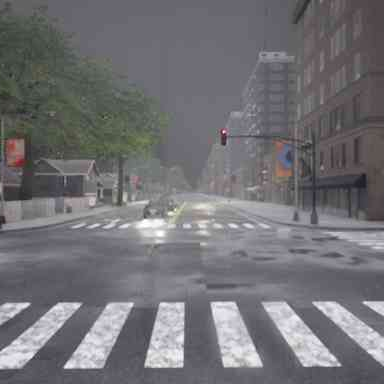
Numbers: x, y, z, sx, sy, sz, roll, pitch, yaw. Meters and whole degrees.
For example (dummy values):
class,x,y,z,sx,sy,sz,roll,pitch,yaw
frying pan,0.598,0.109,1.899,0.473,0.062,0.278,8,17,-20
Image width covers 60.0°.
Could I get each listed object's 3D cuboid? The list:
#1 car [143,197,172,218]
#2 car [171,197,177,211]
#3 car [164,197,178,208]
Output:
class,x,y,z,sx,sy,sz,roll,pitch,yaw
car,-3.244,1.504,30.239,2.128,1.511,4.902,0,0,0
car,-3.208,1.372,39.974,2.097,1.767,4.553,0,0,1
car,-3.168,1.555,49.931,1.812,1.442,4.674,0,0,0
